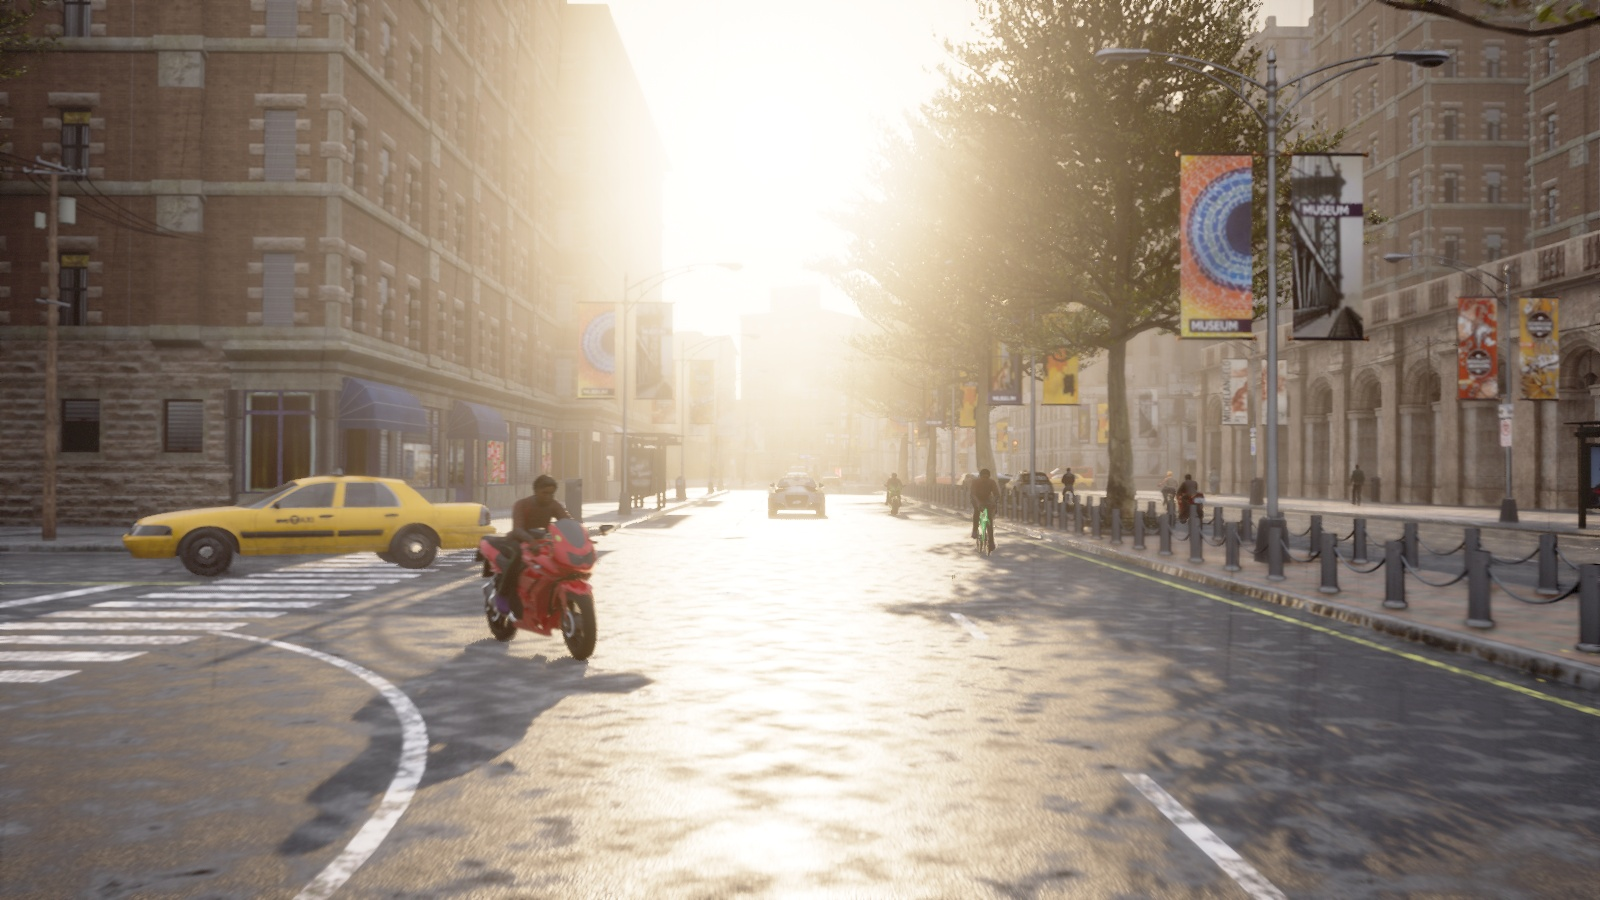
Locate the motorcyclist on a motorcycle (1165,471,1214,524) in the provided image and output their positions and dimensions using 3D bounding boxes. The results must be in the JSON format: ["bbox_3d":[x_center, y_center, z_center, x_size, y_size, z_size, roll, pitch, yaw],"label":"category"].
[{"bbox_3d":[11.414,1.369,36.881,0.797,1.523,2.044,0,-1,0],"label":"motorcyclist on a motorcycle"}]

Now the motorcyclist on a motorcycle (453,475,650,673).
[{"bbox_3d":[-2.189,0.987,10.831,0.797,1.523,2.044,-1,0,-38],"label":"motorcyclist on a motorcycle"}]

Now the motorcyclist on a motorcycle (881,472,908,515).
[{"bbox_3d":[3.394,1.540,45.167,0.797,1.523,2.044,0,-1,0],"label":"motorcyclist on a motorcycle"}]

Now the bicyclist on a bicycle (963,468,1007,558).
[{"bbox_3d":[3.445,1.147,23.484,0.582,1.620,1.656,0,-1,0],"label":"bicyclist on a bicycle"}]

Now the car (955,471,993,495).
[{"bbox_3d":[11.238,2.136,81.325,1.837,1.490,4.892,0,-1,1],"label":"car"}]

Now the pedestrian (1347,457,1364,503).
[{"bbox_3d":[23.795,1.277,53.786,0.423,1.949,0.788,0,-1,7],"label":"pedestrian"}]

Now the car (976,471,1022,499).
[{"bbox_3d":[11.331,1.978,71.892,1.837,1.490,4.892,0,-1,0],"label":"car"}]

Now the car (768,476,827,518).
[{"bbox_3d":[-0.104,1.626,44.589,1.994,1.385,4.181,0,-1,0],"label":"car"}]

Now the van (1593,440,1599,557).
[{"bbox_3d":[14.953,0.809,19.769,2.069,2.038,4.480,0,-1,0],"label":"van"}]

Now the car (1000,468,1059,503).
[{"bbox_3d":[11.348,1.746,62.462,2.033,1.649,4.856,0,-1,0],"label":"car"}]

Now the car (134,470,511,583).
[{"bbox_3d":[-7.446,1.115,19.778,5.366,1.575,1.801,0,-1,-28],"label":"car"}]

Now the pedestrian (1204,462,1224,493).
[{"bbox_3d":[24.846,1.635,75.425,0.874,1.855,0.900,0,-1,0],"label":"pedestrian"}]
